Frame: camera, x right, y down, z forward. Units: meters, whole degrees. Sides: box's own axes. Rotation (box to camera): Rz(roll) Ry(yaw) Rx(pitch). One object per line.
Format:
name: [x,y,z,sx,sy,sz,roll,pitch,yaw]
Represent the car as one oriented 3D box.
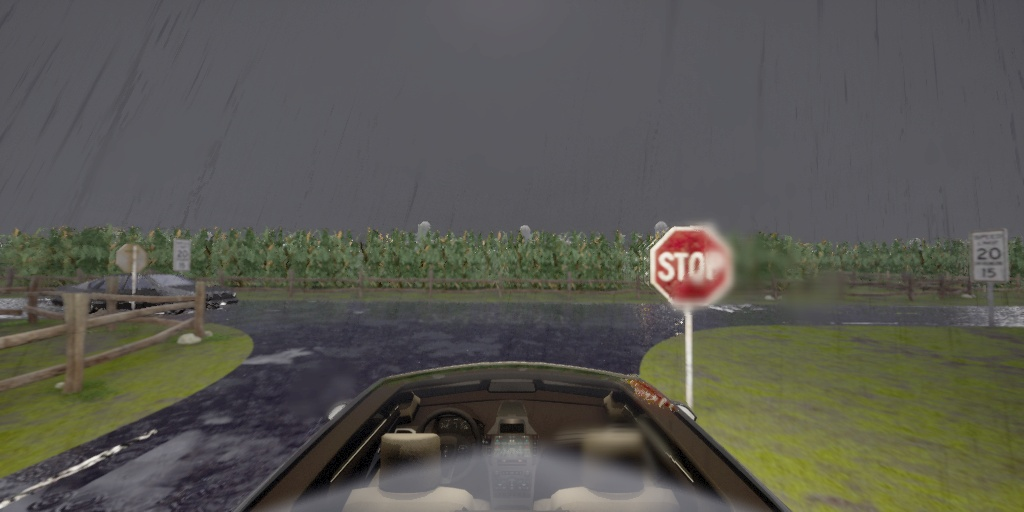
car: [-13.079,1.327,12.970,5.357,1.411,2.033,0,-2,0]
